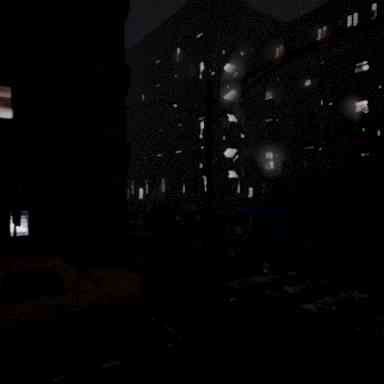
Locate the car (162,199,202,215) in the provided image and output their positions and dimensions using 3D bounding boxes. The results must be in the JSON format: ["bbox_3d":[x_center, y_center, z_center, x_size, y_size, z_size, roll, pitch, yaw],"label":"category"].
[{"bbox_3d":[-1.179,1.467,34.691,1.752,1.417,4.829,0,0,-36],"label":"car"}]

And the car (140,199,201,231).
[{"bbox_3d":[-1.217,1.450,20.482,1.967,1.590,4.097,0,0,-36],"label":"car"}]

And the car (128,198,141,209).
[{"bbox_3d":[-7.732,1.481,43.715,1.887,1.381,4.507,0,0,-36],"label":"car"}]

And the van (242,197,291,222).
[{"bbox_3d":[5.575,1.297,25.391,1.690,1.788,3.998,0,0,-36],"label":"van"}]

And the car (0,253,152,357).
[{"bbox_3d":[-2.922,1.526,4.483,4.829,1.417,1.752,0,0,-36],"label":"car"}]
